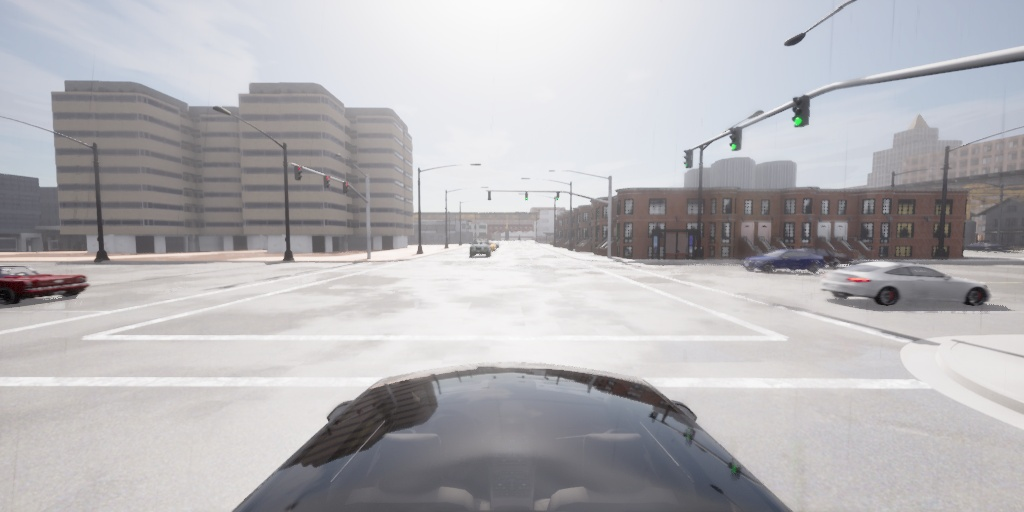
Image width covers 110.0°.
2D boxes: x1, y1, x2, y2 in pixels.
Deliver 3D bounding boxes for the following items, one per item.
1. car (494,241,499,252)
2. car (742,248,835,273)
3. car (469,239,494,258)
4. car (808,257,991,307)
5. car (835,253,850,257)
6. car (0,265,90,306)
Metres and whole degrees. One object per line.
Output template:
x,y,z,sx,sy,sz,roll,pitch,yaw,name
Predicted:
-3.557,-1.507,56.081,1.882,1.535,5.008,0,3,0,car
17.366,0.312,22.970,4.674,1.442,1.812,0,3,0,car
-3.574,-0.946,40.764,2.150,2.045,5.566,0,3,0,car
13.425,0.931,12.417,4.674,1.442,1.812,1,3,0,car
21.757,0.148,26.450,5.357,1.411,2.033,0,3,1,car
-18.122,0.968,12.600,4.718,1.301,1.895,0,3,0,car
